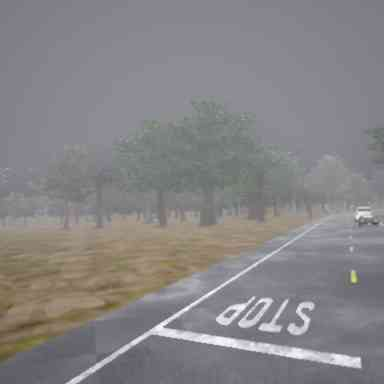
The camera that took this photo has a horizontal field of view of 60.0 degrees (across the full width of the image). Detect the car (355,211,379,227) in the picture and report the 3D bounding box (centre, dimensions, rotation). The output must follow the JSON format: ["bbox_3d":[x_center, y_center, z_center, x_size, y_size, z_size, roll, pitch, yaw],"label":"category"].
[{"bbox_3d":[19.011,3.044,35.908,1.895,1.301,4.718,-3,-3,26],"label":"car"}]

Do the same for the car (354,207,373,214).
[{"bbox_3d":[23.447,3.077,45.436,2.150,2.045,5.566,-3,-3,25],"label":"car"}]
